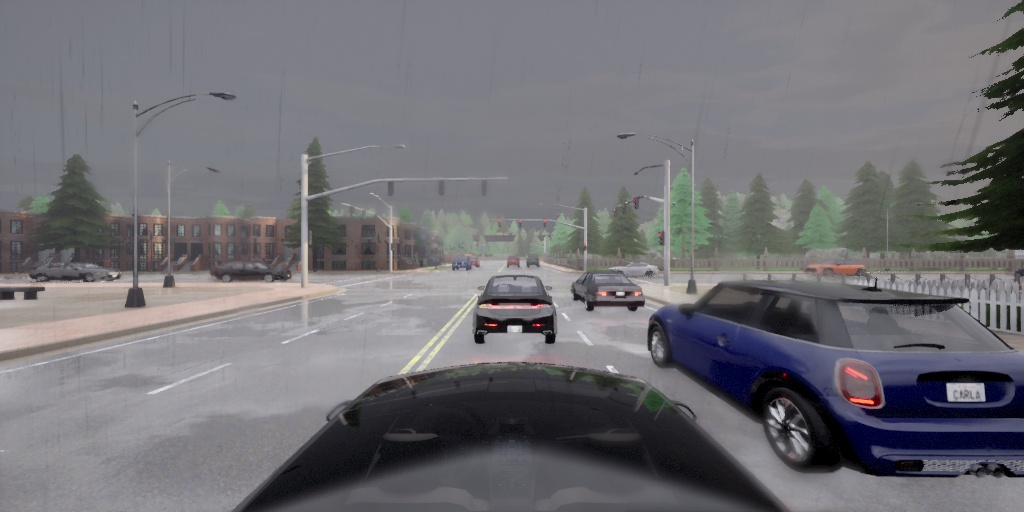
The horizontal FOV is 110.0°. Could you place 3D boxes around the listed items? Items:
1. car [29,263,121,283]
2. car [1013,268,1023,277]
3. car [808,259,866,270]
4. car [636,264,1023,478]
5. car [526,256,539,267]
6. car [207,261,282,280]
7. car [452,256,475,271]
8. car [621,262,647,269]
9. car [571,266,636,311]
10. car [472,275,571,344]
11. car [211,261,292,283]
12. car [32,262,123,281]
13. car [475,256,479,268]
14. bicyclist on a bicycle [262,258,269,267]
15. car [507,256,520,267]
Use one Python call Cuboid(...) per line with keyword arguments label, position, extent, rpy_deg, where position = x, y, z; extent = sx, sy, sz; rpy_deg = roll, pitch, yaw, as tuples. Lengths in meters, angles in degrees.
Cuboid(label="car", position=(-32.421, 1.240, 26.733), extent=(4.902, 1.511, 2.128), rpy_deg=(0, 0, -8))
Cuboid(label="car", position=(51.026, 1.299, 33.775), extent=(5.357, 1.411, 2.033), rpy_deg=(0, 0, 0))
Cuboid(label="car", position=(30.489, 1.101, 33.932), extent=(4.553, 1.767, 2.097), rpy_deg=(0, 0, 0))
Cuboid(label="car", position=(3.609, 1.102, 4.973), extent=(2.097, 1.767, 4.553), rpy_deg=(0, 0, 0))
Cuboid(label="car", position=(3.741, 0.971, 65.199), extent=(2.150, 2.045, 5.566), rpy_deg=(0, 0, 0))
Cuboid(label="car", position=(-22.808, 1.228, 30.683), extent=(5.008, 1.535, 1.882), rpy_deg=(0, 0, -1))
Cuboid(label="car", position=(-6.966, 0.971, 50.288), extent=(2.150, 2.045, 5.566), rpy_deg=(0, 0, 1))
Cuboid(label="car", position=(11.408, 1.276, 33.980), extent=(4.674, 1.442, 1.812), rpy_deg=(0, 0, 0))
Cuboid(label="car", position=(3.611, 1.297, 14.391), extent=(2.033, 1.411, 5.357), rpy_deg=(0, 0, 1))
Cuboid(label="car", position=(0.080, 1.242, 9.566), extent=(2.128, 1.511, 4.902), rpy_deg=(0, 0, 1))
Cuboid(label="car", position=(-19.499, 1.228, 27.245), extent=(5.008, 1.535, 1.882), rpy_deg=(0, 0, -1))
Cuboid(label="car", position=(-35.858, 1.276, 29.720), extent=(4.674, 1.442, 1.812), rpy_deg=(0, 0, -11))
Cuboid(label="car", position=(-6.924, 0.970, 62.335), extent=(2.150, 2.045, 5.566), rpy_deg=(0, 0, 0))
Cuboid(label="bicyclist on a bicycle", position=(-28.730, 1.053, 41.699), extent=(0.582, 1.620, 1.656), rpy_deg=(0, 0, -1))
Cuboid(label="car", position=(0.240, 0.971, 65.200), extent=(2.150, 2.045, 5.566), rpy_deg=(0, 0, 0))
